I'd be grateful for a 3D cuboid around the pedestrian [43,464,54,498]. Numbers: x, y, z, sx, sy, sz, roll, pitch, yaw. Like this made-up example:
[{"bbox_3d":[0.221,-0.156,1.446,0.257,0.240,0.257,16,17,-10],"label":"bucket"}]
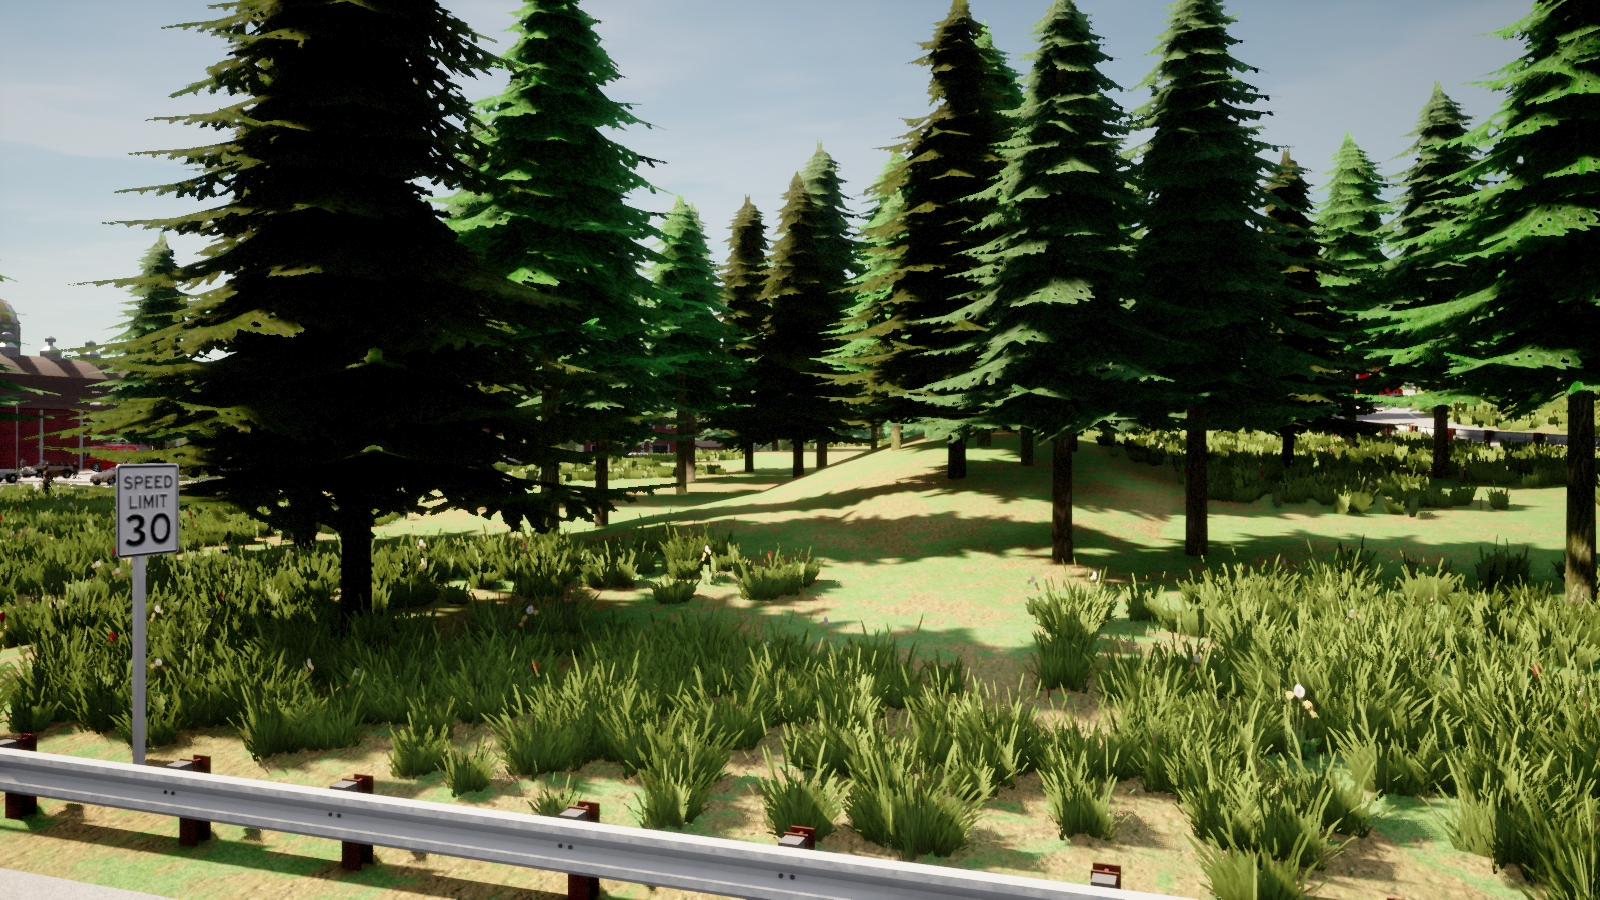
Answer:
[{"bbox_3d":[-41.172,1.700,62.608,0.375,1.860,0.375,0,0,25],"label":"pedestrian"}]
